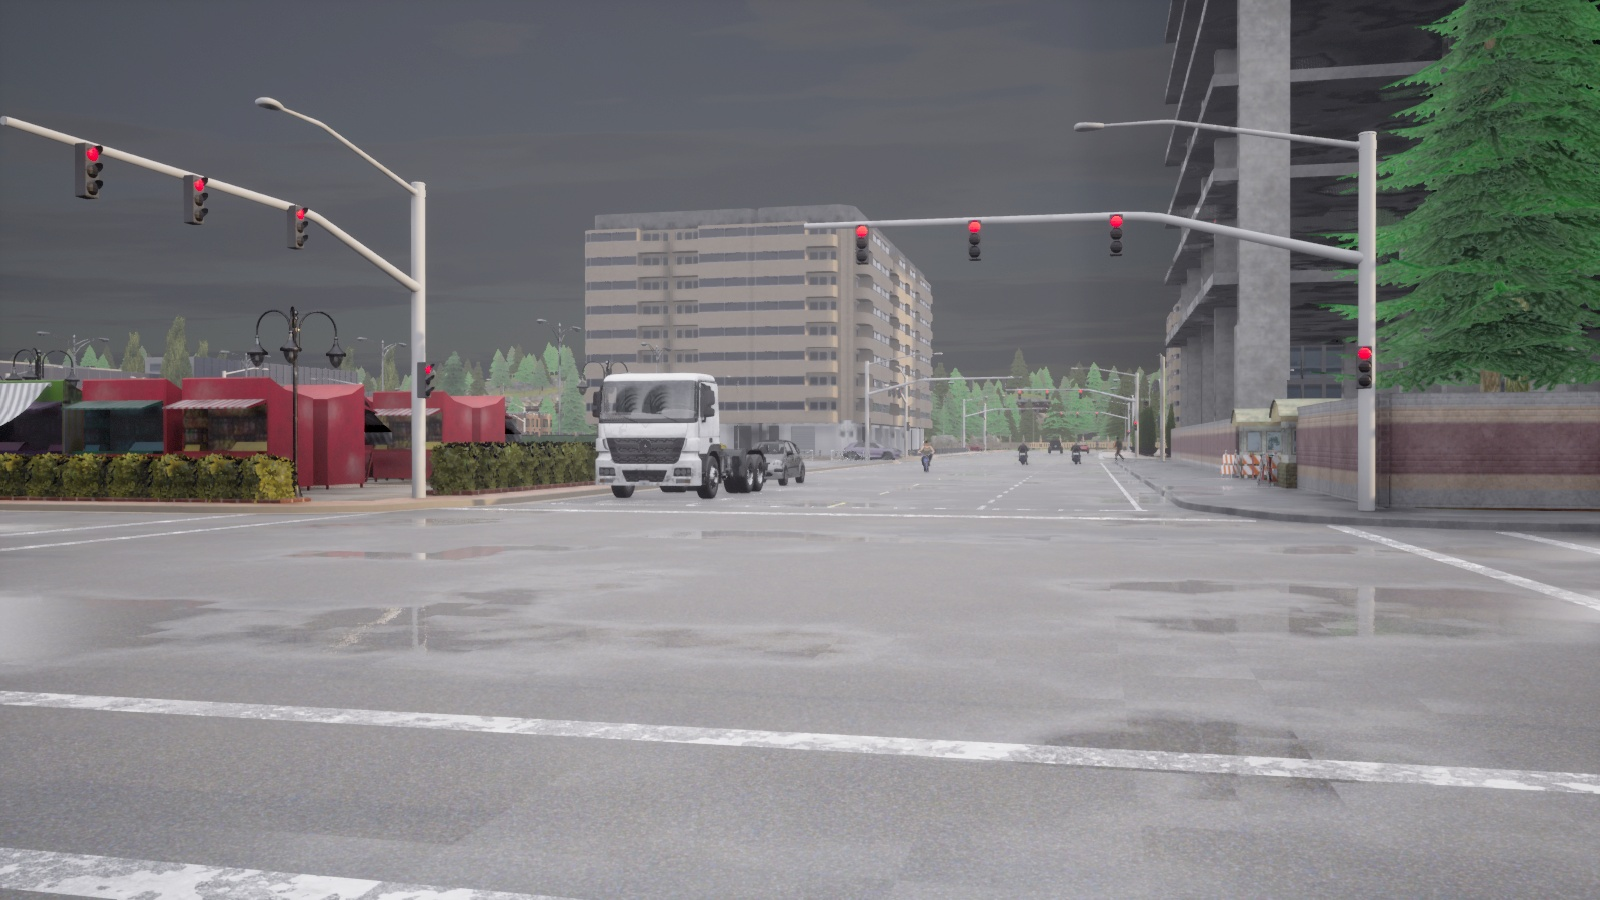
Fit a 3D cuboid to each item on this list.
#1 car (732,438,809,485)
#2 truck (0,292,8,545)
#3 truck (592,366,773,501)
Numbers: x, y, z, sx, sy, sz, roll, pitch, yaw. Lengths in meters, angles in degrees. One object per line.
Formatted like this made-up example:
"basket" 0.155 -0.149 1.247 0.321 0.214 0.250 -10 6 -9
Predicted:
"car" -1.019 0.387 45.574 1.851 1.617 3.988 0 0 13
"truck" -16.518 -0.481 18.687 8.468 3.827 2.891 0 0 13
"truck" -3.137 -0.442 36.214 2.891 3.462 7.936 0 0 13
